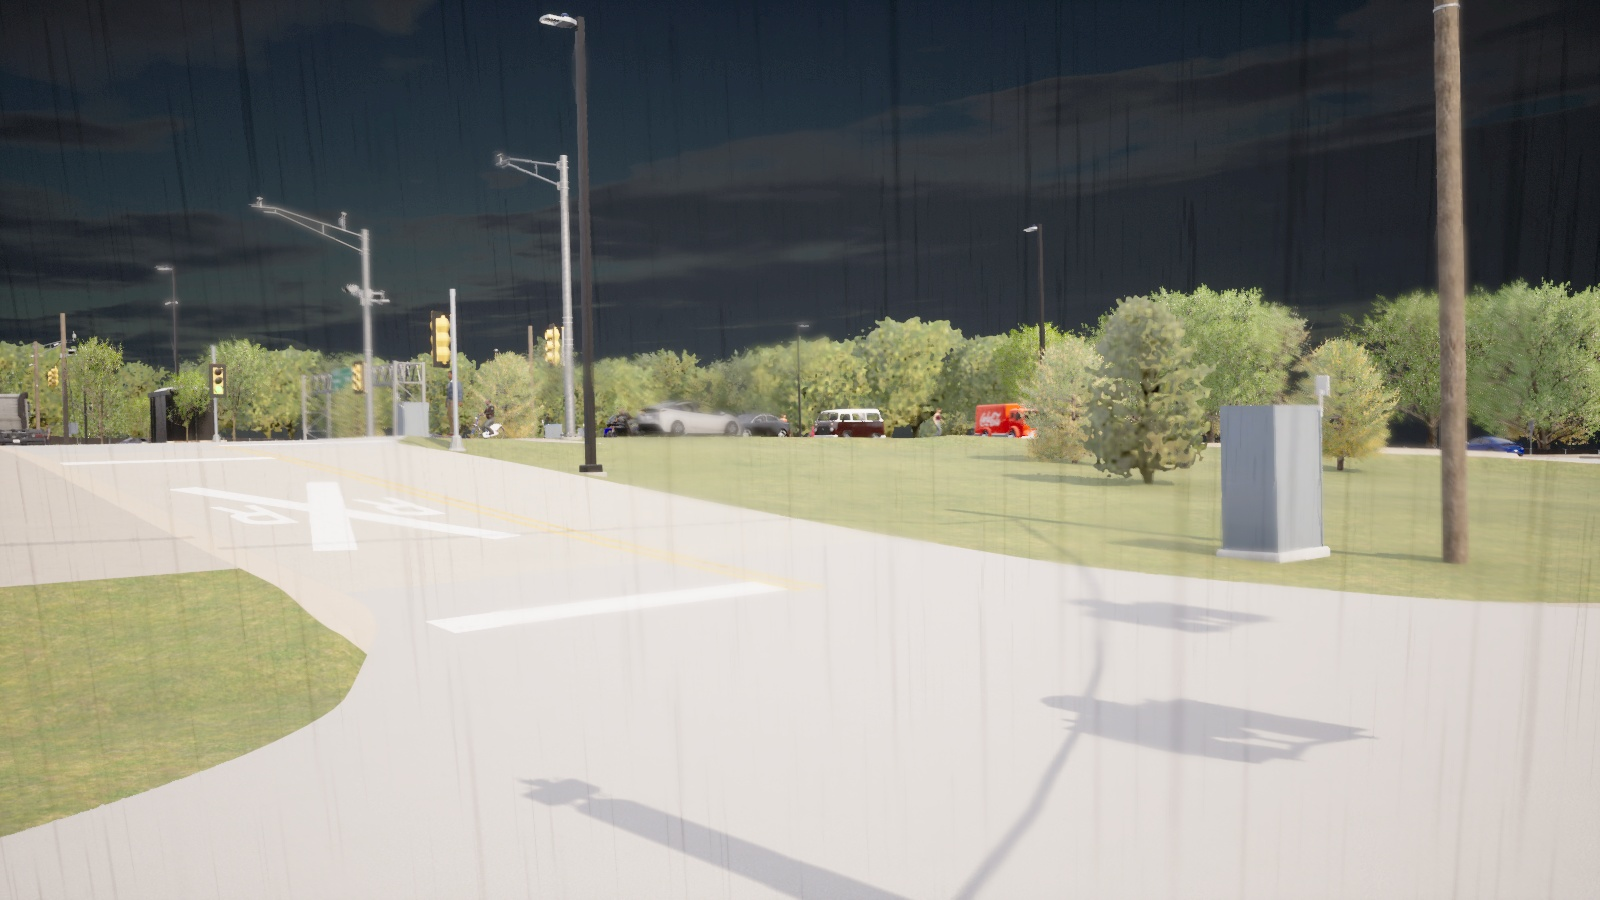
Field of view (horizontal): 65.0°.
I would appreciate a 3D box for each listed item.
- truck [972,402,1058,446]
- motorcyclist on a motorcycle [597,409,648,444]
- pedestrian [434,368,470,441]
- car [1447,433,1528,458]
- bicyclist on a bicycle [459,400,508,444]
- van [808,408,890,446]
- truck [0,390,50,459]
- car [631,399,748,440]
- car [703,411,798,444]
[{"bbox_3d":[12.548,-1.536,73.644,2.627,2.467,5.204,-2,1,-22],"label":"truck"},{"bbox_3d":[-7.995,-1.047,56.678,0.866,1.530,2.191,-1,-1,44],"label":"motorcyclist on a motorcycle"},{"bbox_3d":[-9.453,-1.233,34.092,0.788,1.949,0.423,-2,1,-39],"label":"pedestrian"},{"bbox_3d":[46.624,-0.292,85.292,1.882,1.535,5.008,2,-1,-14],"label":"car"},{"bbox_3d":[-13.020,-1.158,51.703,1.843,1.776,0.659,-1,0,-43],"label":"bicyclist on a bicycle"},{"bbox_3d":[2.782,-1.310,70.521,2.069,2.038,4.480,-1,0,44],"label":"van"},{"bbox_3d":[-42.452,-1.263,66.997,2.891,3.462,7.936,-2,1,-39],"label":"truck"},{"bbox_3d":[-4.462,-1.210,51.269,4.514,1.525,2.007,0,0,-45],"label":"car"},{"bbox_3d":[-2.432,-1.100,62.692,2.128,1.511,4.902,-1,-1,36],"label":"car"}]
